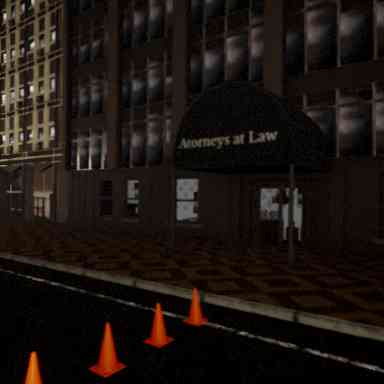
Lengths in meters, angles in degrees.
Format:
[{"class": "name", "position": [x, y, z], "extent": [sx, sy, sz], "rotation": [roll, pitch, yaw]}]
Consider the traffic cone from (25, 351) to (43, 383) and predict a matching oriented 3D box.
[{"class": "traffic cone", "position": [-1.687, 2.002, 3.542], "extent": [0.340, 0.580, 0.340], "rotation": [-1, -1, 35]}]

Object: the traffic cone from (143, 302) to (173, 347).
[{"class": "traffic cone", "position": [-0.527, 2.019, 5.171], "extent": [0.340, 0.580, 0.340], "rotation": [-1, -1, 35]}]

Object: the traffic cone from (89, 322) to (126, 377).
[{"class": "traffic cone", "position": [-1.106, 2.011, 4.356], "extent": [0.340, 0.580, 0.340], "rotation": [-1, -1, 35]}]

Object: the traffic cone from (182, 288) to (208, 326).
[{"class": "traffic cone", "position": [0.054, 2.027, 5.985], "extent": [0.340, 0.580, 0.340], "rotation": [-1, -1, 35]}]
